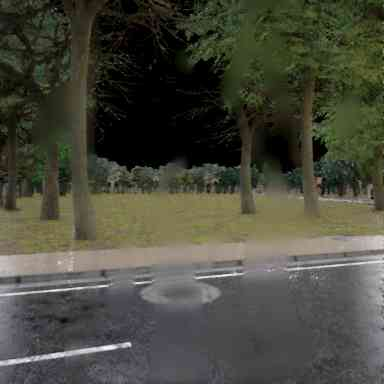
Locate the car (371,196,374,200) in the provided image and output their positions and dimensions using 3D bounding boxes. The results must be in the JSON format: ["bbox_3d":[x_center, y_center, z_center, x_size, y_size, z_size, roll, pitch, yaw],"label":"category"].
[{"bbox_3d":[44.282,1.372,79.990,1.895,1.301,4.718,0,0,4],"label":"car"}]
